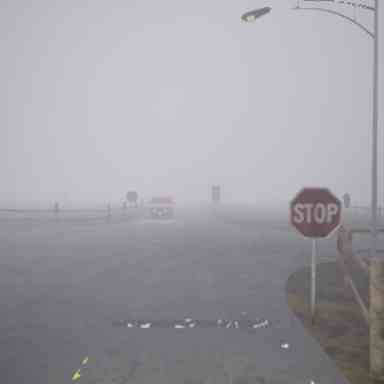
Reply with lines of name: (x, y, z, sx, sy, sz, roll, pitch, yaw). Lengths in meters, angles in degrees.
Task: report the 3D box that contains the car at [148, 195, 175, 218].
car: (-2.710, 1.350, 30.349, 2.150, 2.045, 5.566, 0, 2, -1)
